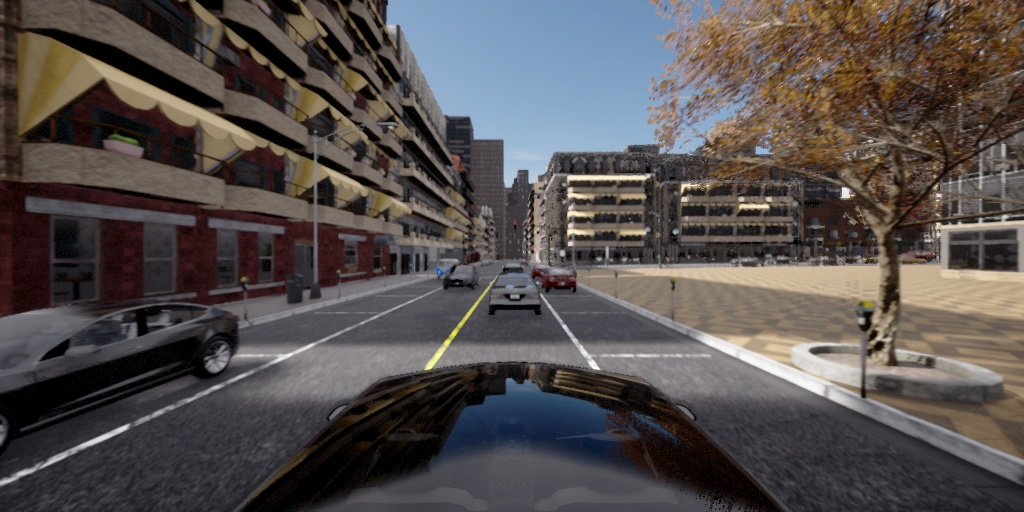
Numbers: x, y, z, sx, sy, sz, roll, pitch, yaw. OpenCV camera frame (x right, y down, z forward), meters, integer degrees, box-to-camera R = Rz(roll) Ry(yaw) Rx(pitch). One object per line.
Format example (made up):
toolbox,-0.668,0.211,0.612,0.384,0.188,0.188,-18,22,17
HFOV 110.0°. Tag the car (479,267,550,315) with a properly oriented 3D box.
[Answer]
car,0.094,1.321,13.733,2.033,1.411,5.357,0,0,0

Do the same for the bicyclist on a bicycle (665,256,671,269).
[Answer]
bicyclist on a bicycle,20.240,0.873,46.605,0.582,1.620,1.656,-1,0,-1

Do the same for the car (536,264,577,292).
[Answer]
car,2.686,1.336,21.228,1.888,1.381,4.507,0,0,0

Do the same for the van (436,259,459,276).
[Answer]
van,-5.695,1.158,32.279,1.690,1.789,3.998,0,0,0

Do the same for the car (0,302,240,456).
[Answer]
car,-5.692,1.321,4.647,1.948,1.339,4.313,0,0,0

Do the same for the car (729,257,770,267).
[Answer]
car,32.472,0.914,49.731,4.403,1.370,2.007,0,0,-1

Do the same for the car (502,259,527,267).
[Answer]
car,0.093,1.294,32.028,1.882,1.535,5.008,0,0,0

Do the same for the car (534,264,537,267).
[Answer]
car,2.685,1.362,32.279,1.888,1.381,4.507,0,0,0

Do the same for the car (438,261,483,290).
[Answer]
car,-3.100,1.299,22.676,1.837,1.490,4.892,0,0,0
